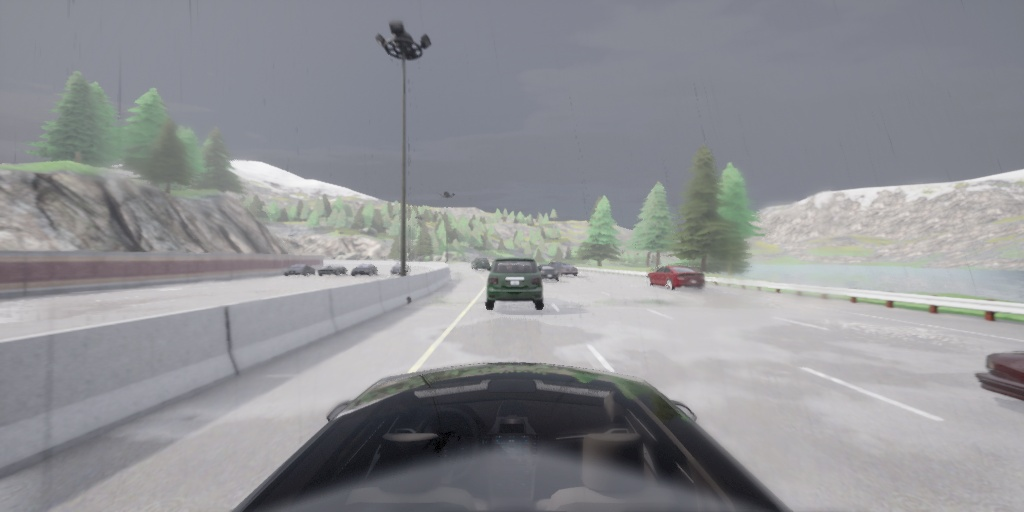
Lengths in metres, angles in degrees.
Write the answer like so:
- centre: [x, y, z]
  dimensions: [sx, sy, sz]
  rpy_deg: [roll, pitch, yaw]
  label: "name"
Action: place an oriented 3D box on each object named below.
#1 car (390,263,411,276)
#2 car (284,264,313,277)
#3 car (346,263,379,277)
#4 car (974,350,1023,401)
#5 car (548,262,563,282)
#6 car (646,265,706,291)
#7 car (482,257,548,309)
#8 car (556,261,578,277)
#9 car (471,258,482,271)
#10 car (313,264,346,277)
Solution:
- centre: [-12.646, 1.504, 40.927]
  dimensions: [1.812, 1.442, 4.674]
  rpy_deg: [0, 0, -10]
  label: "car"
- centre: [-22.966, 1.532, 38.937]
  dimensions: [1.994, 1.385, 4.181]
  rpy_deg: [0, 0, -9]
  label: "car"
- centre: [-15.810, 1.513, 38.750]
  dimensions: [2.033, 1.411, 5.357]
  rpy_deg: [0, 0, -8]
  label: "car"
- centre: [7.098, 1.301, 2.239]
  dimensions: [2.033, 1.411, 5.357]
  rpy_deg: [0, 0, 0]
  label: "car"
- centre: [2.864, 1.449, 31.547]
  dimensions: [1.812, 1.442, 4.674]
  rpy_deg: [0, 0, -5]
  label: "car"
- centre: [10.437, 1.352, 23.224]
  dimensions: [1.882, 1.535, 5.008]
  rpy_deg: [0, 0, -2]
  label: "car"
- centre: [0.095, 1.053, 15.428]
  dimensions: [2.150, 2.045, 5.566]
  rpy_deg: [0, 0, 0]
  label: "car"
- centre: [5.617, 1.515, 39.137]
  dimensions: [2.033, 1.411, 5.357]
  rpy_deg: [0, 0, -8]
  label: "car"
- centre: [-5.165, 1.297, 57.480]
  dimensions: [2.150, 2.045, 5.566]
  rpy_deg: [1, 0, -16]
  label: "car"
- centre: [-19.391, 1.567, 38.921]
  dimensions: [1.895, 1.301, 4.718]
  rpy_deg: [0, 0, -9]
  label: "car"
